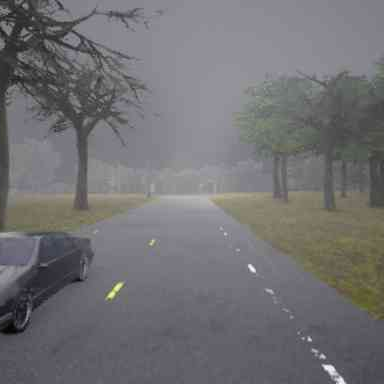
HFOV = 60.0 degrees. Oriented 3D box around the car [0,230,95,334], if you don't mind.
[{"bbox_3d":[-3.598,1.547,6.993,2.033,1.411,5.357,0,0,0],"label":"car"}]
